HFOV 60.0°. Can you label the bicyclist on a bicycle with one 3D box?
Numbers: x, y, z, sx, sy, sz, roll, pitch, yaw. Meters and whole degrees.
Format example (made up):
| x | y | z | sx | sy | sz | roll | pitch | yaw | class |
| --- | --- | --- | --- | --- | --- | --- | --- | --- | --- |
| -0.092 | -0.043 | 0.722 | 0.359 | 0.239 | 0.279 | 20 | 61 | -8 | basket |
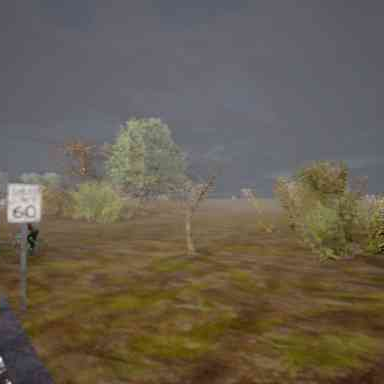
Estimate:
| x | y | z | sx | sy | sz | roll | pitch | yaw | class |
| --- | --- | --- | --- | --- | --- | --- | --- | --- | --- |
| -6.516 | 1.763 | 12.962 | 1.656 | 1.620 | 0.582 | 1 | -2 | -35 | bicyclist on a bicycle |
